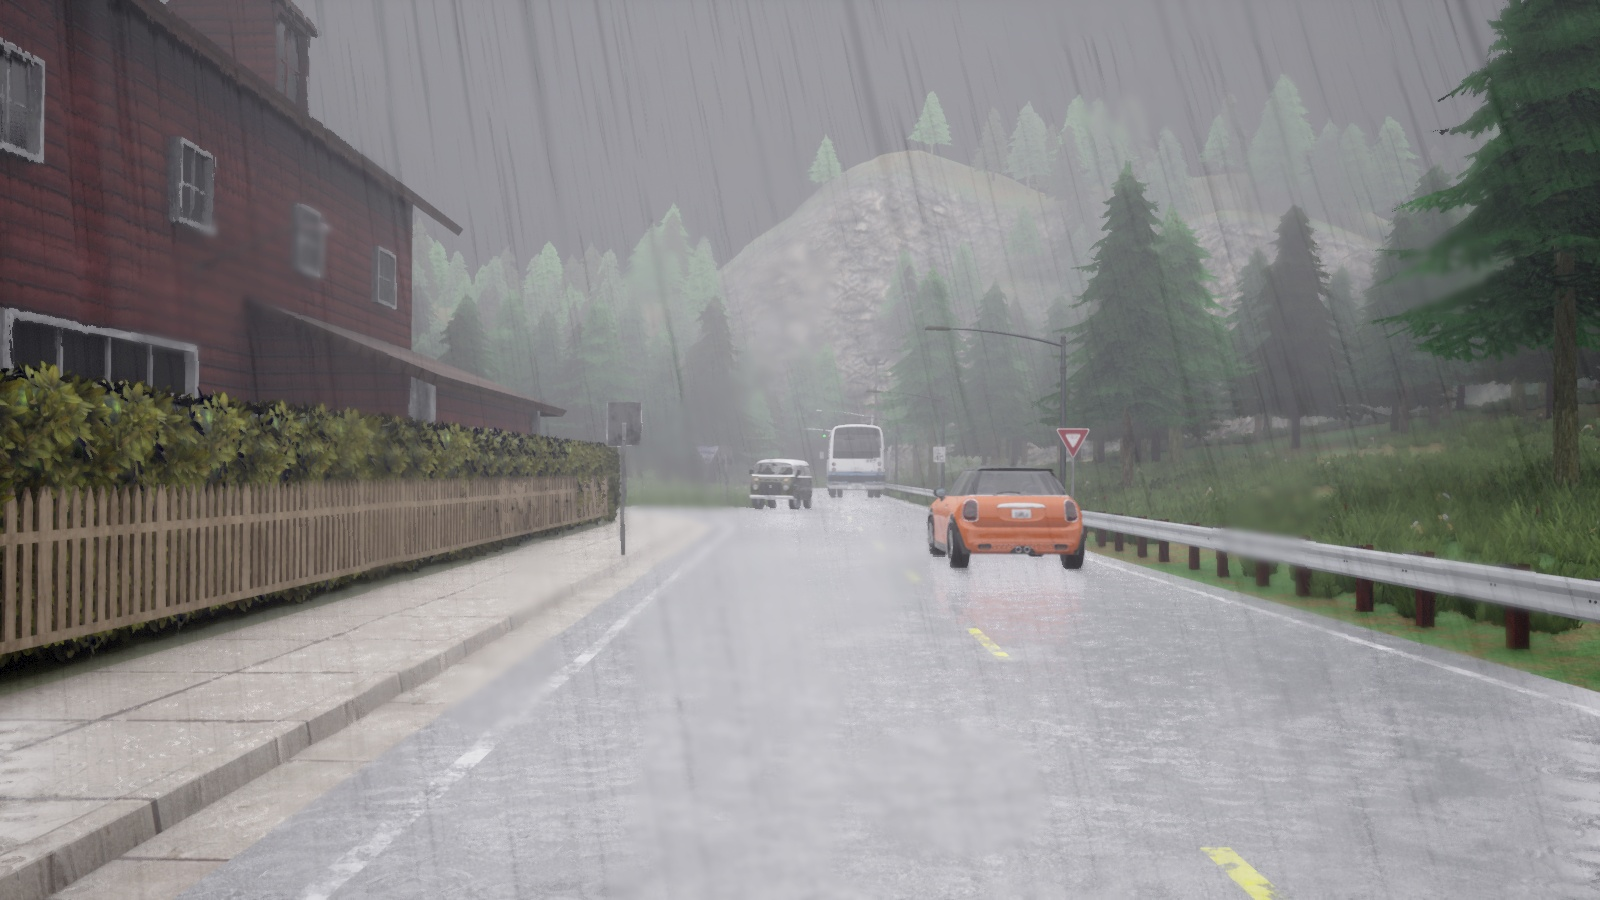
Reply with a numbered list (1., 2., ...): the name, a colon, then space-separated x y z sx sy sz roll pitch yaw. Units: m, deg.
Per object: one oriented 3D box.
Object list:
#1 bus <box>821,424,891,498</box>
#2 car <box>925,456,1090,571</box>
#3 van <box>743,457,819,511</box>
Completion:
1. bus: 3.306 0.725 77.649 3.944 4.253 10.273 0 -1 0
2. car: 3.442 1.024 21.753 2.097 1.767 4.553 0 -1 0
3. van: -0.714 1.374 50.505 2.069 2.038 4.480 0 -2 12
